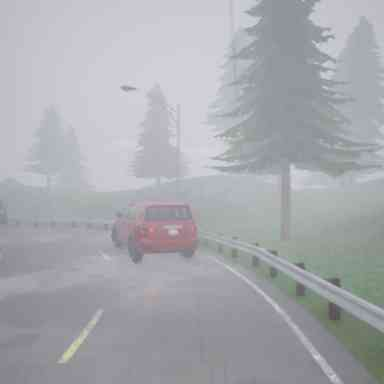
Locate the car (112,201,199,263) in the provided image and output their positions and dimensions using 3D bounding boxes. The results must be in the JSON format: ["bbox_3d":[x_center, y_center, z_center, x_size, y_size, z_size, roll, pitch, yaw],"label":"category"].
[{"bbox_3d":[-1.616,1.364,12.960,2.150,2.045,5.566,0,0,-23],"label":"car"}]

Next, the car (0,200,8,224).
[{"bbox_3d":[-14.980,1.469,21.601,5.566,2.045,2.150,0,-1,0],"label":"car"}]
